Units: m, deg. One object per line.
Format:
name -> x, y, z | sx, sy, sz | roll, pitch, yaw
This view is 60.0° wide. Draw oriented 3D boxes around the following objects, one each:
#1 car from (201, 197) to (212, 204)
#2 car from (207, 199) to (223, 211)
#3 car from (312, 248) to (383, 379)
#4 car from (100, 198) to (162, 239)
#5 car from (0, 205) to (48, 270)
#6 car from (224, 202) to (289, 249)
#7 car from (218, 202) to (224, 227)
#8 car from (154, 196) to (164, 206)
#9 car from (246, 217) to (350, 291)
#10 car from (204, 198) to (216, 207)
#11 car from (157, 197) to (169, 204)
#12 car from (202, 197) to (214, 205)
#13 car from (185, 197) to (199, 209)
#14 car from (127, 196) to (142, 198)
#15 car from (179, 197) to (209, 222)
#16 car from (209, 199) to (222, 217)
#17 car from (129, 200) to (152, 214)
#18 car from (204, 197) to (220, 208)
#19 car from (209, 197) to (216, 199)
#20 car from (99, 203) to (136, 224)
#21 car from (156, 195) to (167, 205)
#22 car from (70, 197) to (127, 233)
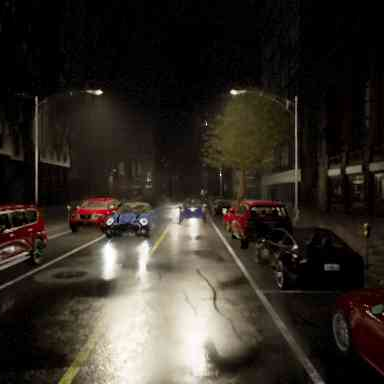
car -> 2.870, 1.665, 65.246 | 1.947, 1.339, 4.313 | 0, 0, 0
car -> 2.866, 1.628, 42.687 | 1.802, 1.307, 4.206 | 0, 0, 0
car -> 2.857, 1.582, 3.212 | 1.802, 1.307, 4.206 | 0, 0, 0
car -> -3.013, 1.365, 17.396 | 2.097, 1.767, 4.553 | 0, 0, 0
car -> -5.667, 1.320, 8.861 | 2.192, 1.841, 5.009 | 0, 0, 0
car -> 2.859, 1.325, 14.490 | 2.192, 1.841, 5.009 | 0, 0, 0
car -> 2.861, 1.561, 20.129 | 1.887, 1.381, 4.507 | 0, 0, 0
car -> -5.658, 1.623, 48.334 | 1.947, 1.339, 4.313 | 0, 0, 0
car -> 2.858, 1.570, 8.849 | 1.947, 1.339, 4.313 | 0, 0, 0
car -> 2.868, 1.651, 53.966 | 1.802, 1.307, 4.206 | 0, 0, 0
car -> -5.655, 1.682, 65.249 | 1.802, 1.307, 4.206 | 0, 0, 0
car -> 2.869, 1.649, 59.605 | 1.947, 1.339, 4.313 | 0, 0, 0
car -> 0.019, 1.536, 48.913 | 1.882, 1.535, 5.008 | 0, 0, 0
car -> -5.662, 1.345, 31.417 | 2.192, 1.841, 5.009 | 0, 0, 0
car -> 0.069, 1.375, 26.818 | 2.097, 1.767, 4.553 | 0, 0, 0
car -> 2.864, 1.595, 31.408 | 1.947, 1.339, 4.313 | 0, 0, 0
car -> -5.660, 1.582, 37.056 | 1.887, 1.381, 4.507 | 0, 0, 0
car -> 2.867, 1.497, 48.328 | 1.967, 1.590, 4.097 | 0, 0, 0
car -> 2.864, 1.562, 37.219 | 1.752, 1.417, 4.829 | 0, 0, 0
car -> -5.663, 1.589, 25.779 | 1.947, 1.339, 4.313 | 0, 0, 0
car -> -5.657, 1.636, 53.971 | 1.947, 1.339, 4.313 | 0, 0, 0
car -> -5.665, 1.332, 20.140 | 2.192, 1.841, 5.009 | 0, 0, 0
